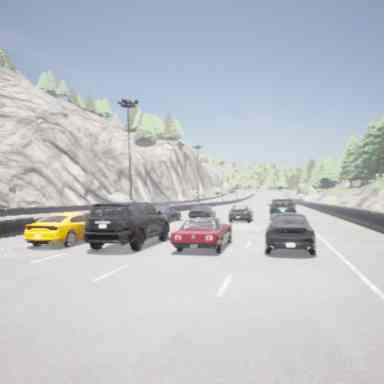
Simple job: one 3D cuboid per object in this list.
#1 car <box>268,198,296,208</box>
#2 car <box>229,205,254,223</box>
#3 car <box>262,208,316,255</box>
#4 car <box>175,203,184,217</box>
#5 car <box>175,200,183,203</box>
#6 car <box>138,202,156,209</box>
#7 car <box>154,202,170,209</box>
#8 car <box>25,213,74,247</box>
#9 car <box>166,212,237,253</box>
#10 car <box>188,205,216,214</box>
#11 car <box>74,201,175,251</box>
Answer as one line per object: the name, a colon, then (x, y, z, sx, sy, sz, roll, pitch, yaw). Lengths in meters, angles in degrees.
car: (7.682, 1.564, 28.329, 2.150, 2.045, 5.566, -1, -1, 14)
car: (4.364, 1.902, 29.453, 2.128, 1.511, 4.902, -1, -1, 14)
car: (4.062, 1.638, 14.038, 1.837, 1.490, 4.892, -1, -1, 14)
car: (-2.503, 2.069, 30.855, 2.033, 1.411, 5.357, -1, -1, 14)
car: (-3.073, 2.621, 71.299, 2.097, 1.767, 4.553, -1, -1, 14)
car: (-9.863, 2.907, 72.987, 2.128, 1.511, 4.902, -1, -1, 14)
car: (-6.470, 2.876, 72.126, 1.994, 1.385, 4.181, -1, -1, 14)
car: (-6.067, 1.786, 16.801, 1.882, 1.535, 5.008, -1, -1, 14)
car: (0.617, 1.787, 14.691, 1.895, 1.301, 4.718, -1, -1, 14)
car: (0.970, 1.975, 30.306, 1.837, 1.490, 4.892, -1, -1, 14)
car: (-2.800, 1.460, 15.484, 2.150, 2.045, 5.566, -1, -1, 14)
